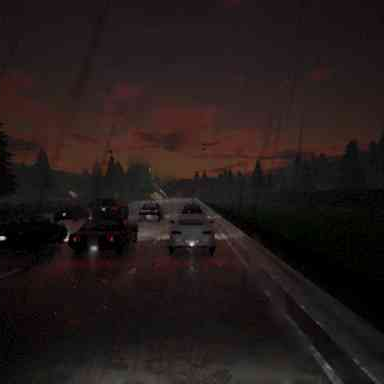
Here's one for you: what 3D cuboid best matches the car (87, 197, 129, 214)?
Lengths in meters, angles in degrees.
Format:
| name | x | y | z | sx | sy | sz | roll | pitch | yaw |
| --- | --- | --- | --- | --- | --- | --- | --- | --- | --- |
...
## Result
| name | x | y | z | sx | sy | sz | roll | pitch | yaw |
| --- | --- | --- | --- | --- | --- | --- | --- | --- | --- |
| car | -7.002 | 1.486 | 29.010 | 2.150 | 2.045 | 5.566 | 0 | 0 | 0 |

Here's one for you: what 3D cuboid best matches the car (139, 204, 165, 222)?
| name | x | y | z | sx | sy | sz | roll | pitch | yaw |
| --- | --- | --- | --- | --- | --- | --- | --- | --- | --- |
| car | -3.499 | 1.765 | 29.292 | 2.128 | 1.511 | 4.902 | 0 | 0 | 0 |

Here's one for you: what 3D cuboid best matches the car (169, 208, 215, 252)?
| name | x | y | z | sx | sy | sz | roll | pitch | yaw |
| --- | --- | --- | --- | --- | --- | --- | --- | --- | --- |
| car | 0.003 | 1.660 | 14.382 | 1.812 | 1.442 | 4.674 | 0 | 0 | 0 |

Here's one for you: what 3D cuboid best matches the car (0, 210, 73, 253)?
| name | x | y | z | sx | sy | sz | roll | pitch | yaw |
| --- | --- | --- | --- | --- | --- | --- | --- | --- | --- |
| car | -6.996 | 1.698 | 14.318 | 1.994 | 1.385 | 4.181 | 0 | 0 | 0 |

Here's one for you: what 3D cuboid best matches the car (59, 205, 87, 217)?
| name | x | y | z | sx | sy | sz | roll | pitch | yaw |
| --- | --- | --- | --- | --- | --- | --- | --- | --- | --- |
| car | -10.500 | 1.837 | 29.324 | 1.994 | 1.385 | 4.181 | 0 | 0 | 0 |

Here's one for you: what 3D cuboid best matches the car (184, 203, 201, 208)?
| name | x | y | z | sx | sy | sz | roll | pitch | yaw |
| --- | --- | --- | --- | --- | --- | --- | --- | --- | --- |
| car | 0.001 | 1.780 | 29.292 | 1.837 | 1.490 | 4.892 | 0 | 0 | 0 |

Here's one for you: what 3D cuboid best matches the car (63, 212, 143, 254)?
| name | x | y | z | sx | sy | sz | roll | pitch | yaw |
| --- | --- | --- | --- | --- | --- | --- | --- | --- | --- |
| car | -3.500 | 1.733 | 14.105 | 1.895 | 1.301 | 4.718 | 0 | 0 | 0 |
